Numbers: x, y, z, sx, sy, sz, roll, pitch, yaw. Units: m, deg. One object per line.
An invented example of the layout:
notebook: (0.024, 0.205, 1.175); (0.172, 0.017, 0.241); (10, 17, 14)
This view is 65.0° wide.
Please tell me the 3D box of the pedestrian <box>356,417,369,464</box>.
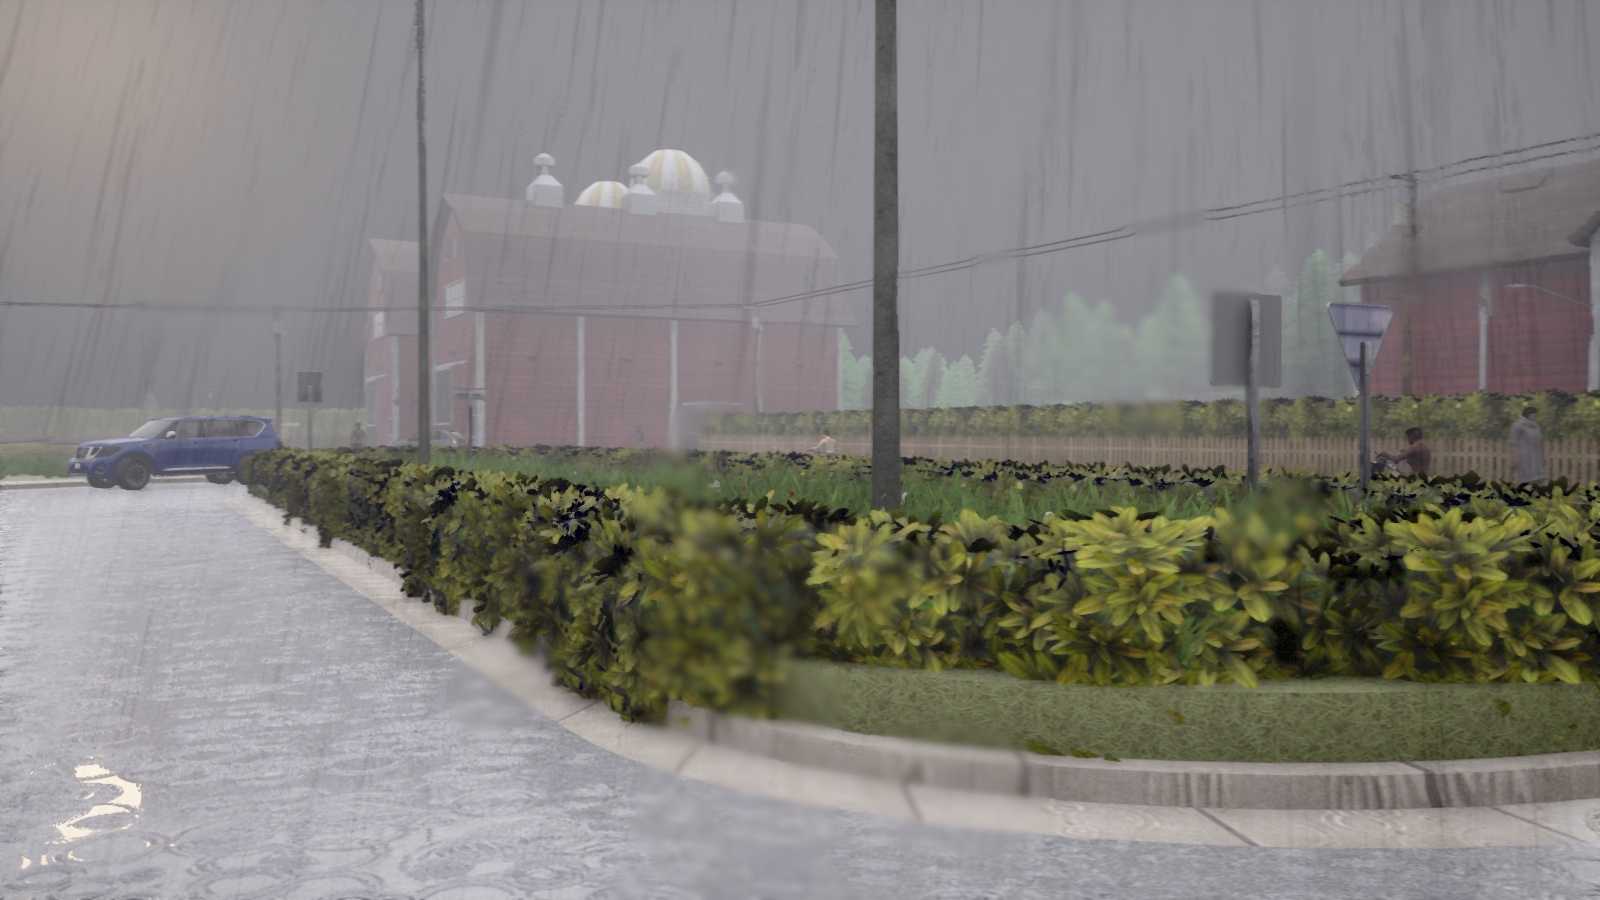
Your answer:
pedestrian: (-16.955, -0.362, 48.682); (0.328, 1.805, 0.869); (0, 1, -28)

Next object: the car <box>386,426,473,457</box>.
car: (-19.536, -0.460, 66.264); (3.988, 1.617, 1.851); (0, 1, 6)

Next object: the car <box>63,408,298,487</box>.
car: (-17.367, -0.099, 35.499); (2.150, 2.045, 5.566); (1, 1, 39)

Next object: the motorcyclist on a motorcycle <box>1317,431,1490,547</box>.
motorcyclist on a motorcycle: (9.105, 0.536, 19.070); (0.766, 1.649, 2.350); (0, 1, -28)

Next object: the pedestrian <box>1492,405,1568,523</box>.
pedestrian: (12.392, 0.224, 21.339); (0.659, 1.952, 0.873); (0, 1, -28)

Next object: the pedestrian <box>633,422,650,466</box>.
pedestrian: (-6.722, -0.246, 53.386); (0.694, 1.848, 0.540); (0, 1, -7)
